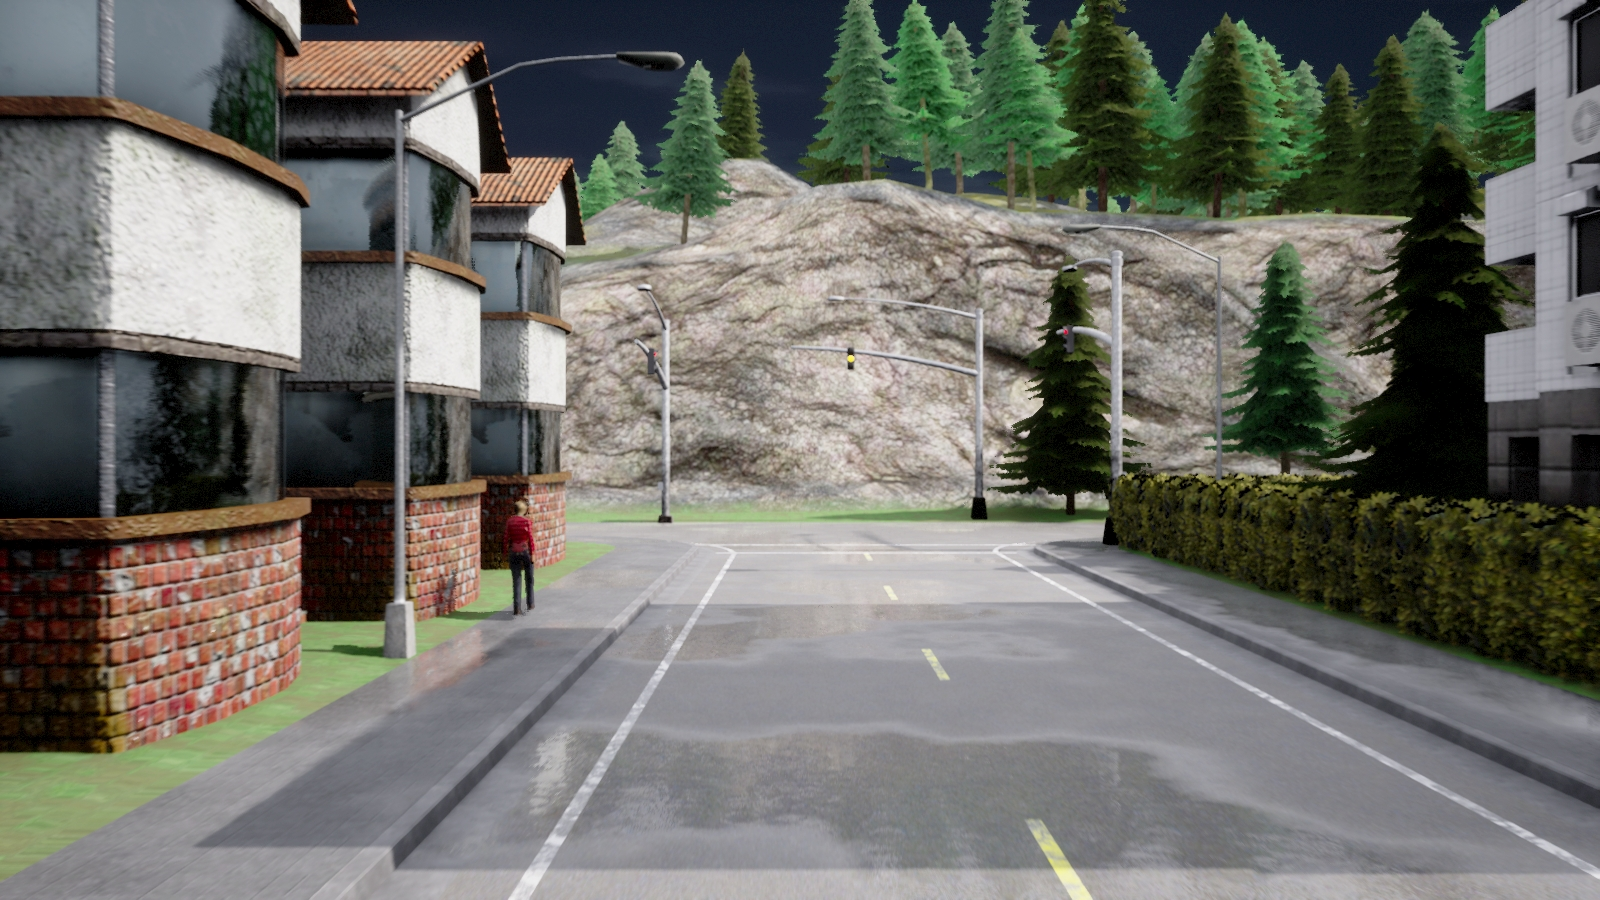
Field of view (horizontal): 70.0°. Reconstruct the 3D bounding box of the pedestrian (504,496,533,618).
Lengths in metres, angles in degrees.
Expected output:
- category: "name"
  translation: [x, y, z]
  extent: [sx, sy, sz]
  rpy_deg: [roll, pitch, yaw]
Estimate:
- category: "pedestrian"
  translation: [-4.366, 1.646, 17.746]
  extent: [0.375, 1.860, 0.375]
  rpy_deg: [0, 0, -2]
